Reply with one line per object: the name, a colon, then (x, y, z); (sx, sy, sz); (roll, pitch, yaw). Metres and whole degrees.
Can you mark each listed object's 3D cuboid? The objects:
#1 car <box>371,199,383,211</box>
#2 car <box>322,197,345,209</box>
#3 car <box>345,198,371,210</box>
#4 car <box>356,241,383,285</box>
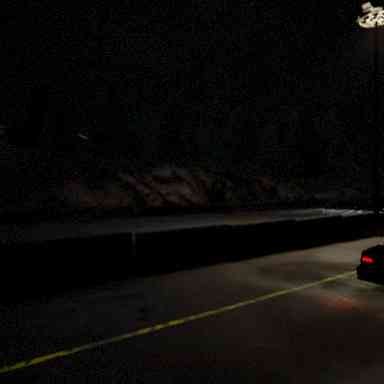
car: (23.687, 1.481, 39.139); (5.357, 1.411, 2.033); (-1, 0, -37)
car: (19.490, 1.461, 44.733); (4.902, 1.511, 2.128); (-1, 0, -37)
car: (21.827, 1.549, 42.111); (4.718, 1.301, 1.895); (-1, 0, -37)
car: (6.309, 1.594, 8.504); (5.357, 1.411, 2.033); (0, 0, -36)
